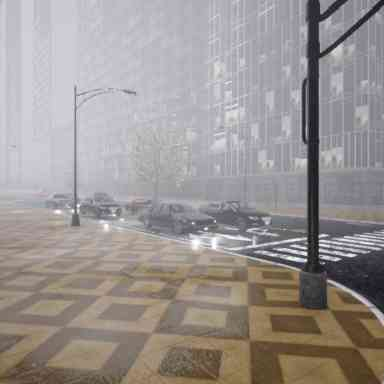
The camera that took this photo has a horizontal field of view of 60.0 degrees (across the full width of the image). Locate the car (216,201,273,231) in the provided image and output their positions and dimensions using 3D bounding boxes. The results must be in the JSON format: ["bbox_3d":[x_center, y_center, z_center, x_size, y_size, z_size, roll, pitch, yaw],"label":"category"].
[{"bbox_3d":[2.309,1.254,18.772,2.128,1.511,4.902,0,1,-38],"label":"car"}]

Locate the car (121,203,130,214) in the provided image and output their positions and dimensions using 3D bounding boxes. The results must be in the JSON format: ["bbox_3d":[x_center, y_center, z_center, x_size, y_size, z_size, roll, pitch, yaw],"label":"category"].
[{"bbox_3d":[-3.416,1.193,26.063,1.895,1.301,4.718,0,1,-38],"label":"car"}]

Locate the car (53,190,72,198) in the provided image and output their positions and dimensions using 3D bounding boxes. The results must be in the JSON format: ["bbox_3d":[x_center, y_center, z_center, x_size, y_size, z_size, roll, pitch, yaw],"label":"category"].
[{"bbox_3d":[-25.378,0.316,65.041,2.033,1.411,5.357,0,1,-38],"label":"car"}]

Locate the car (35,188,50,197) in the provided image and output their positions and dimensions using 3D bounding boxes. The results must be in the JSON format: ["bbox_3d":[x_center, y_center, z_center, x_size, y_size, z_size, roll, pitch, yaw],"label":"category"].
[{"bbox_3d":[-28.478,0.110,63.731,2.097,1.767,4.553,0,1,-38],"label":"car"}]

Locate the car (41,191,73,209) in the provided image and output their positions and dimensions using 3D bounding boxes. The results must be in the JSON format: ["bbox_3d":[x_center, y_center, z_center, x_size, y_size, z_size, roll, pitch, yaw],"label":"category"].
[{"bbox_3d":[-13.382,0.902,33.531,1.812,1.442,4.674,0,1,-38],"label":"car"}]

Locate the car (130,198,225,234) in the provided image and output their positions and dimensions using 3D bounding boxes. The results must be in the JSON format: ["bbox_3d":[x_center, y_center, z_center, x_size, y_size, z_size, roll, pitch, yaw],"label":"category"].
[{"bbox_3d":[-0.974,1.292,17.688,2.033,1.411,5.357,0,1,-38],"label":"car"}]

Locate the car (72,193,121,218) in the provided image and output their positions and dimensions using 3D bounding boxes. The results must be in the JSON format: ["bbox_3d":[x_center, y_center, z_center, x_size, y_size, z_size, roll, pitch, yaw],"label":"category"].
[{"bbox_3d":[-7.049,1.056,25.428,2.128,1.511,4.902,0,1,-38],"label":"car"}]
